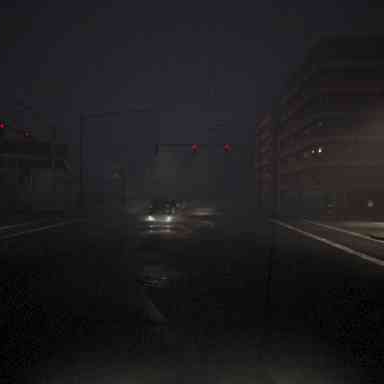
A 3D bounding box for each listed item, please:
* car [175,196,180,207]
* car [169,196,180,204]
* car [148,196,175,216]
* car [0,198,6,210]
[{"bbox_3d":[-3.260,1.547,49.018,2.033,1.411,5.357,0,0,0],"label":"car"},{"bbox_3d":[-3.342,1.564,65.265,1.994,1.385,4.181,0,0,0],"label":"car"},{"bbox_3d":[-3.071,1.352,32.890,2.097,1.767,4.553,0,0,-1],"label":"car"},{"bbox_3d":[-24.023,1.456,38.959,3.806,1.475,1.970,0,0,1],"label":"car"}]
